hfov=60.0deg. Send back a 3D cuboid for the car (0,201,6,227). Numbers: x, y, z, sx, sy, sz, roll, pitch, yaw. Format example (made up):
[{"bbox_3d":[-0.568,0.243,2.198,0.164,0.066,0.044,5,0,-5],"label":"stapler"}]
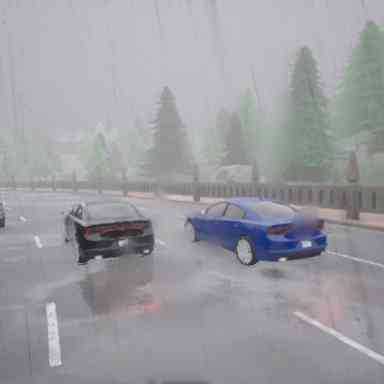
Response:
[{"bbox_3d":[-9.848,0.868,15.628,2.033,1.411,5.357,-3,4,-31],"label":"car"}]

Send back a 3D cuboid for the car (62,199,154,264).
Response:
[{"bbox_3d":[-2.729,0.952,10.043,1.882,1.535,5.008,-3,4,-27],"label":"car"}]

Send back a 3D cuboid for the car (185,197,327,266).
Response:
[{"bbox_3d":[1.450,0.889,9.509,1.882,1.535,5.008,-3,4,-25],"label":"car"}]
